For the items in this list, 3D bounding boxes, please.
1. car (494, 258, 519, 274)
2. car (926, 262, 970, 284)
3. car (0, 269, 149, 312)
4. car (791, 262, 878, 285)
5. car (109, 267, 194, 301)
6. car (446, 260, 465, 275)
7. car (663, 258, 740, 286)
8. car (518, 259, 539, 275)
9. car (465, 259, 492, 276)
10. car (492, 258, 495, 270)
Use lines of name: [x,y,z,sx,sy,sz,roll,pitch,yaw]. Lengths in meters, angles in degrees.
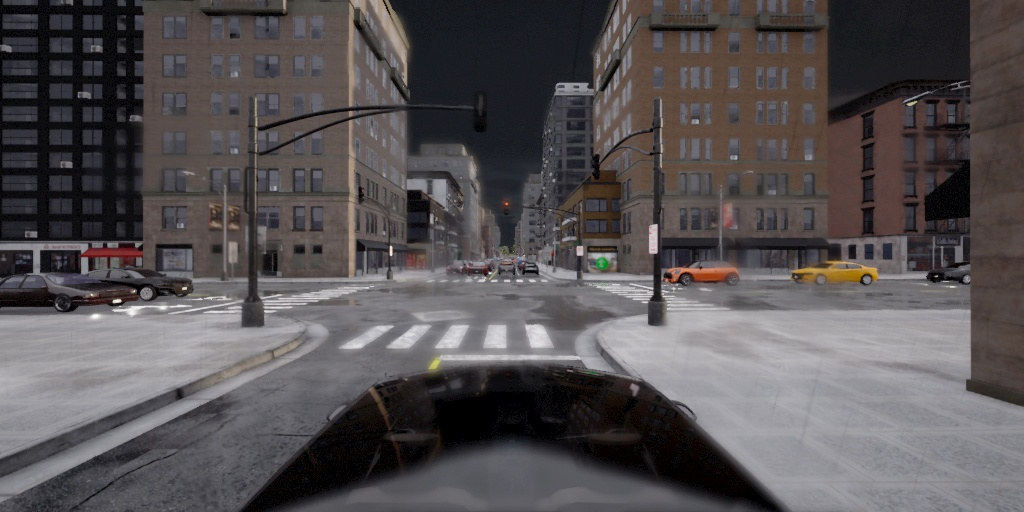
car: [-0.585,1.283,40.933,2.128,1.511,4.902,0,0,0]
car: [31.345,1.129,24.475,4.892,1.490,1.837,0,0,-1]
car: [-17.809,1.352,13.903,5.357,1.411,2.033,0,0,3]
car: [21.780,1.142,24.353,5.008,1.535,1.882,0,0,-1]
car: [-18.162,1.290,17.121,5.008,1.535,1.882,0,0,-1]
car: [-6.041,1.229,39.550,1.967,1.591,4.097,0,0,0]
car: [12.677,1.054,24.230,4.553,1.767,2.097,0,0,-1]
car: [1.984,1.355,39.615,1.948,1.339,4.313,0,0,0]
car: [-3.489,1.264,37.746,1.882,1.535,5.008,0,0,0]
car: [-3.564,1.308,47.340,1.837,1.490,4.892,0,0,0]
